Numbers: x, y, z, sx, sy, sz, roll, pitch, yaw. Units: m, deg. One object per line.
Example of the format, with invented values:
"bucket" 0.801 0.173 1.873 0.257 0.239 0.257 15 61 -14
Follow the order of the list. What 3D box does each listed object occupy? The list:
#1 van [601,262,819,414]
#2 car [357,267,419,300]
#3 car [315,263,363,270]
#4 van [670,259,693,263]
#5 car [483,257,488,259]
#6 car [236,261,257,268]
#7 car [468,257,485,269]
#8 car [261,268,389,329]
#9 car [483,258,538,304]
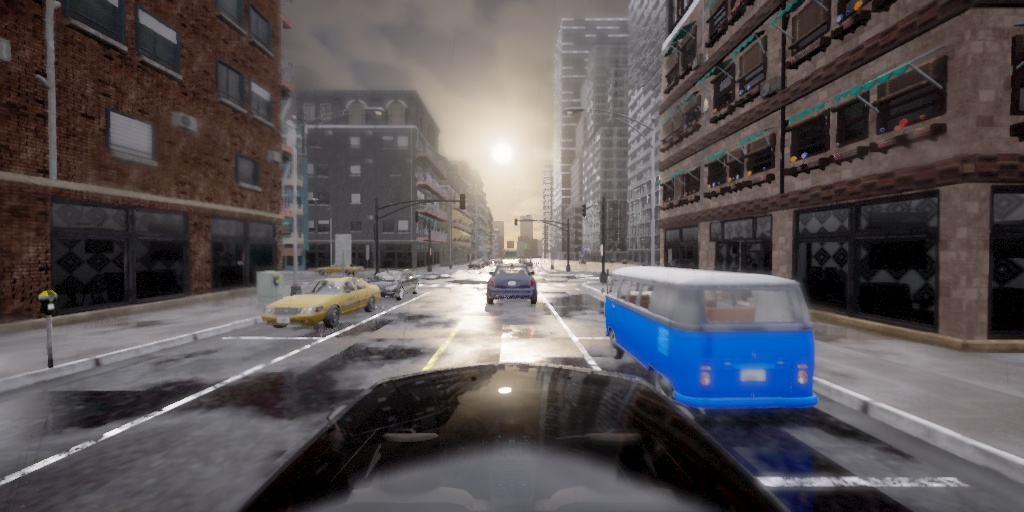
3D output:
"van" 2.689 1.087 5.819 1.690 1.789 3.998 0 0 0
"car" -5.692 1.295 17.183 2.007 1.370 4.403 0 0 0
"car" -17.883 1.245 37.166 4.829 1.417 1.751 0 0 0
"van" 14.689 1.113 28.839 3.998 1.789 1.690 0 0 0
"car" -5.691 1.186 60.898 1.967 1.591 4.097 0 0 0
"car" -23.234 1.298 28.778 4.097 1.591 1.967 0 0 0
"car" -5.691 1.291 55.249 1.888 1.381 4.507 0 0 0
"car" -5.691 1.271 11.349 1.751 1.417 4.829 0 0 0
"car" 0.001 1.112 16.472 2.097 1.767 4.553 0 0 0
